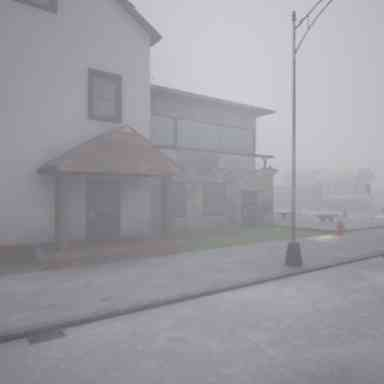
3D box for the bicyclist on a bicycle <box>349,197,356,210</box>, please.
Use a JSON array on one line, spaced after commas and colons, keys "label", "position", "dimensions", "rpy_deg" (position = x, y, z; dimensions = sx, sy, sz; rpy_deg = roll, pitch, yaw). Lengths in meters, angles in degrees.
[{"label": "bicyclist on a bicycle", "position": [19.401, 1.396, 40.114], "dimensions": [1.656, 1.620, 0.582], "rpy_deg": [0, 0, -35]}]
